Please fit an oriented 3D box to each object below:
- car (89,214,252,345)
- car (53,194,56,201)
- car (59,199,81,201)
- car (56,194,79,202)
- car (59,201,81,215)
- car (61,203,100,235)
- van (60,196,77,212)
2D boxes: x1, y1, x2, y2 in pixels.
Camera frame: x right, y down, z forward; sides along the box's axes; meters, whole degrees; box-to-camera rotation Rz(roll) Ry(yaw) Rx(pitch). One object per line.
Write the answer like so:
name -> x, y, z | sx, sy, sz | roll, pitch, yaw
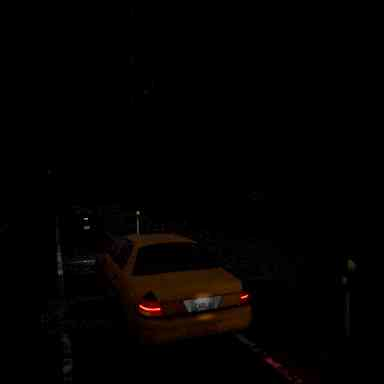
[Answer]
car -> -0.838, 1.457, 6.757 | 1.801, 1.575, 5.366 | 0, 0, -23
car -> -31.636, 1.468, 79.545 | 1.967, 1.590, 4.097 | 0, 0, -24
car -> -10.334, 1.566, 28.904 | 1.947, 1.339, 4.313 | 0, 0, -23
car -> -12.449, 1.316, 34.007 | 2.192, 1.841, 5.009 | 0, 0, -23
car -> -8.219, 1.551, 23.802 | 2.008, 1.369, 4.403 | 0, 0, -23
car -> -6.104, 1.551, 18.699 | 2.008, 1.369, 4.403 | 0, 0, -23
van -> -14.565, 1.342, 39.110 | 1.690, 1.788, 3.998 | 0, 0, -23
